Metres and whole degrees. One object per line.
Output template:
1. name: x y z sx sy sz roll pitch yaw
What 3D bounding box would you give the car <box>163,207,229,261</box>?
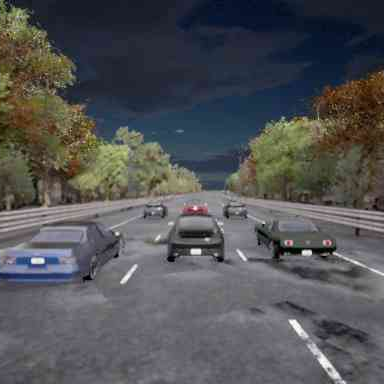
1. car: 0.137 1.535 12.361 1.837 1.490 4.892 0 0 0

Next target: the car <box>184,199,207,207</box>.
1. car: 0.311 1.422 29.859 2.097 1.767 4.553 0 0 1

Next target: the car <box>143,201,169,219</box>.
1. car: -3.187 1.563 30.086 2.128 1.511 4.902 0 0 1

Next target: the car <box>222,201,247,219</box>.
1. car: 3.813 1.564 30.050 2.128 1.511 4.902 0 0 1

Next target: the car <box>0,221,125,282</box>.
1. car: -3.379 1.570 9.820 2.033 1.411 5.357 0 0 0

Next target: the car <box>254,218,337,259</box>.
1. car: 3.639 1.632 12.683 1.895 1.301 4.718 0 0 0
